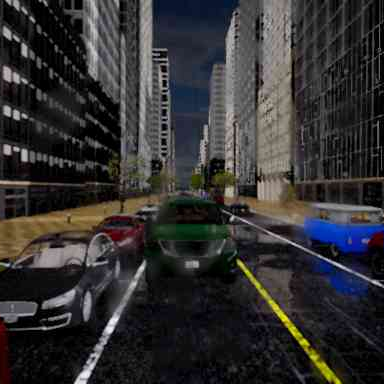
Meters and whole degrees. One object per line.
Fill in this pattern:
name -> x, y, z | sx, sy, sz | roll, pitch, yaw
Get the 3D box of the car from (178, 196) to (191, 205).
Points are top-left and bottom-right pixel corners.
car -> -1.265, 1.435, 58.065 | 2.128, 1.511, 4.902 | 0, 0, -2

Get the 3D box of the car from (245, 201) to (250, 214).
car -> 5.031, 1.544, 35.458 | 2.008, 1.369, 4.403 | 0, 0, -2

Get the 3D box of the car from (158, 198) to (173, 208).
car -> -3.653, 1.523, 46.595 | 1.802, 1.307, 4.206 | 0, 0, -2

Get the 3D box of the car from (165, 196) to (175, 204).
car -> -4.108, 1.449, 63.470 | 1.752, 1.417, 4.829 | 0, 0, -2

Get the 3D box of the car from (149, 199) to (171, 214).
car -> -3.347, 1.504, 35.232 | 2.008, 1.369, 4.403 | 0, 0, -2

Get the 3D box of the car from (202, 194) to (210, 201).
car -> 3.651, 1.377, 86.592 | 1.967, 1.590, 4.097 | 0, 0, -2

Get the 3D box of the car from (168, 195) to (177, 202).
car -> -4.419, 1.476, 75.004 | 1.947, 1.339, 4.313 | 0, 0, -2

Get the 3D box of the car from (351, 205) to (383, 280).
car -> 5.795, 1.337, 7.050 | 2.192, 1.841, 5.009 | 0, 0, -2

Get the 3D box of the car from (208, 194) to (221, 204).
car -> 4.263, 1.278, 63.866 | 2.192, 1.841, 5.009 | 0, 0, -2

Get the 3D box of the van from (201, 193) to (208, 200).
van -> 3.497, 1.271, 92.273 | 1.690, 1.788, 3.998 | 0, 0, -2

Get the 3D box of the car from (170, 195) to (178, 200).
car -> -4.726, 1.448, 86.367 | 2.008, 1.369, 4.403 | 0, 0, -2

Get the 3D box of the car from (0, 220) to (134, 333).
car -> -2.581, 1.533, 6.824 | 2.008, 1.369, 4.403 | 0, 0, -2

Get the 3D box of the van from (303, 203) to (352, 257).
van -> 5.642, 1.357, 12.732 | 1.690, 1.788, 3.998 | 0, 0, -2

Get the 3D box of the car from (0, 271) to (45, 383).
car -> -2.427, 1.532, 1.143 | 1.887, 1.381, 4.507 | 0, 0, -2

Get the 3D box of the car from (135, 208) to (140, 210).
car -> -3.041, 1.516, 23.869 | 2.008, 1.369, 4.403 | 0, 0, -2

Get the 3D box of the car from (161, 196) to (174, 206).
car -> -3.807, 1.376, 52.277 | 1.967, 1.590, 4.097 | 0, 0, -2

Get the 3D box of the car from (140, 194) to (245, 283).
car -> -0.064, 1.211, 9.975 | 2.150, 2.045, 5.566 | 0, 0, -1

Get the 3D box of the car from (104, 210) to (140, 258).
car -> -2.734, 1.558, 12.506 | 1.802, 1.307, 4.206 | 0, 0, -2
